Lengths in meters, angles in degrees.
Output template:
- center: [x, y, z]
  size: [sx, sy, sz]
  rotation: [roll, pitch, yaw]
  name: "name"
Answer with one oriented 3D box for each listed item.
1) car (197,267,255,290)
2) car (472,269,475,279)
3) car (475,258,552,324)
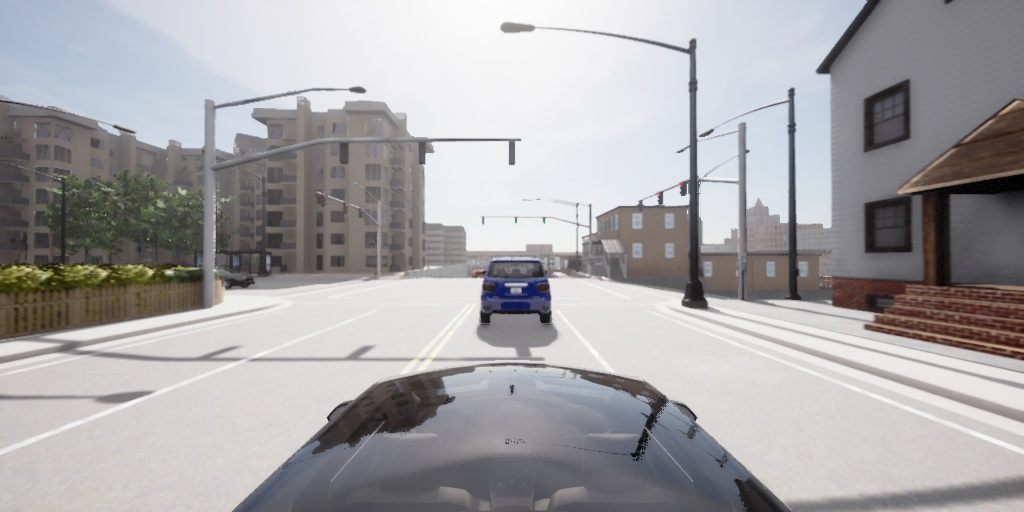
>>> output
- center: [-20.377, 1.493, 24.622]
  size: [4.892, 1.490, 1.837]
  rotation: [0, -1, 1]
  name: "car"
- center: [-3.617, 1.944, 43.459]
  size: [2.097, 1.767, 4.553]
  rotation: [1, -5, 0]
  name: "car"
- center: [0.095, 1.085, 12.633]
  size: [2.150, 2.045, 5.566]
  rotation: [0, -1, 0]
  name: "car"
